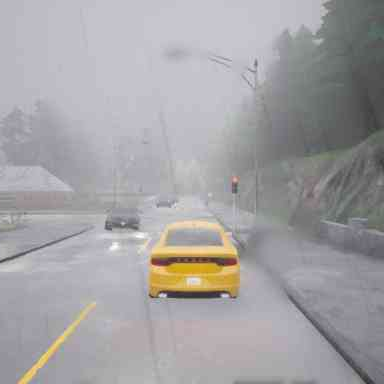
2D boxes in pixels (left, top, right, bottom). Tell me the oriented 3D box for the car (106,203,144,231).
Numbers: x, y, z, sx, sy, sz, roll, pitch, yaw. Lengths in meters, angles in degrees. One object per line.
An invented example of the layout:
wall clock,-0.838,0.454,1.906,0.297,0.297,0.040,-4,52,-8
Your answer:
car,-4.099,1.506,20.664,1.837,1.490,4.892,3,0,-7

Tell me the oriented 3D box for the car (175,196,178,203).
car,-4.035,1.564,58.817,1.994,1.385,4.181,0,0,0

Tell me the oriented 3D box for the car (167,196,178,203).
car,-3.956,1.564,68.827,1.994,1.385,4.181,0,0,0

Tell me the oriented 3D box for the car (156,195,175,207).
car,-4.060,1.352,49.499,2.097,1.767,4.553,0,0,0

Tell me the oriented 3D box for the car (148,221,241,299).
car,0.059,1.478,8.532,1.882,1.535,5.008,0,0,1
